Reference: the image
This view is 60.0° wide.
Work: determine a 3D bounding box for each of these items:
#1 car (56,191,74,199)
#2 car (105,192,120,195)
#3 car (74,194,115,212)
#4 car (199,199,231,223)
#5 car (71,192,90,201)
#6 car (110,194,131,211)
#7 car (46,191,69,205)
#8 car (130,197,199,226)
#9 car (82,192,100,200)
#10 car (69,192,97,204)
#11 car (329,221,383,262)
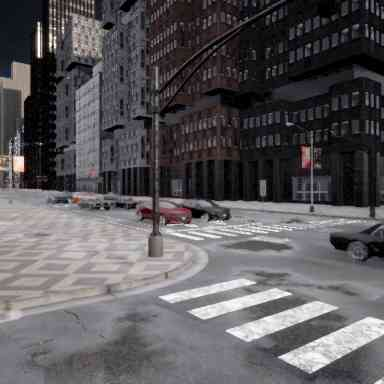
[{"bbox_3d":[-25.005,0.572,65.333,2.033,1.411,5.357,0,1,-36],"label":"car"},{"bbox_3d":[-12.926,0.765,54.110,2.128,1.511,4.902,0,1,-36],"label":"car"},{"bbox_3d":[-9.547,1.177,32.388,1.895,1.301,4.718,0,1,-36],"label":"car"},{"bbox_3d":[0.663,1.233,23.781,1.882,1.535,5.008,0,1,-36],"label":"car"},{"bbox_3d":[-19.202,0.707,57.270,1.812,1.442,4.674,0,1,-35],"label":"car"},{"bbox_3d":[-6.437,1.185,33.626,1.895,1.301,4.718,0,1,-36],"label":"car"},{"bbox_3d":[-17.920,0.913,44.067,2.033,1.411,5.357,0,1,-36],"label":"car"},{"bbox_3d":[-1.934,1.238,21.800,1.882,1.535,5.008,0,1,-36],"label":"car"},{"bbox_3d":[-18.993,0.713,62.542,1.895,1.301,4.718,0,1,-36],"label":"car"},{"bbox_3d":[-14.620,0.730,45.040,2.097,1.767,4.553,0,1,-36],"label":"car"},{"bbox_3d":[6.688,1.572,9.819,1.895,1.301,4.718,0,1,-36],"label":"car"}]
